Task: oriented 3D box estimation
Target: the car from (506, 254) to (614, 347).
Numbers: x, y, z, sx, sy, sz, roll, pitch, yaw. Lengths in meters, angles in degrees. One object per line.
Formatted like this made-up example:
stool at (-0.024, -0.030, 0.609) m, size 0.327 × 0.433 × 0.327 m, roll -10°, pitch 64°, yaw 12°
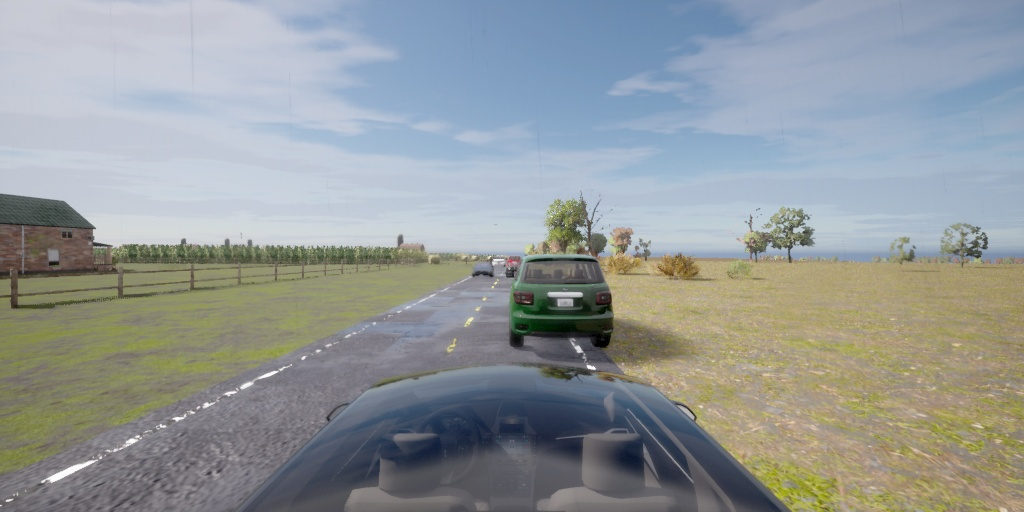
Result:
car at (1.025, 0.973, 9.442) m, size 2.150 × 2.045 × 5.566 m, roll 0°, pitch 0°, yaw 0°

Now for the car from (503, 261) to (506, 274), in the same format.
car at (0.348, 1.344, 38.481) m, size 1.895 × 1.301 × 4.718 m, roll 0°, pitch 0°, yaw 1°

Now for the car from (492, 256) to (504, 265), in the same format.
car at (-2.301, 0.962, 64.461) m, size 2.150 × 2.045 × 5.566 m, roll 0°, pitch 0°, yaw 0°

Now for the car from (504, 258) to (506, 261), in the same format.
car at (0.373, 0.963, 48.796) m, size 2.150 × 2.045 × 5.566 m, roll 0°, pitch 0°, yaw 1°

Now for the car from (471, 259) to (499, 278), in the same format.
car at (-2.618, 1.291, 33.605) m, size 2.033 × 1.411 × 5.357 m, roll 0°, pitch 0°, yaw 0°
